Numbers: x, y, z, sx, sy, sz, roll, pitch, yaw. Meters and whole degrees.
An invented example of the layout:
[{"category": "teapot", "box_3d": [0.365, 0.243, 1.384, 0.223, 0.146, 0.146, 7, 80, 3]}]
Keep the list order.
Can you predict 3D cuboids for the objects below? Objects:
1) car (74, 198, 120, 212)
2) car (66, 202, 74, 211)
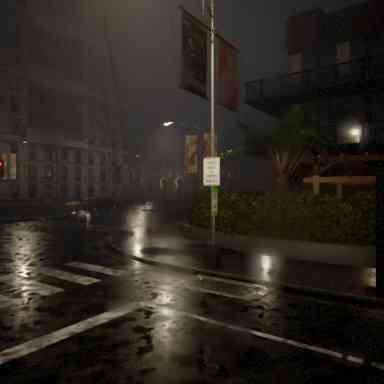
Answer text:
[{"category": "car", "box_3d": [-10.586, 1.499, 38.353, 1.837, 1.490, 4.892, 0, 2, 36]}, {"category": "car", "box_3d": [-13.077, 1.477, 40.905, 1.882, 1.535, 5.008, 0, 0, 35]}]
